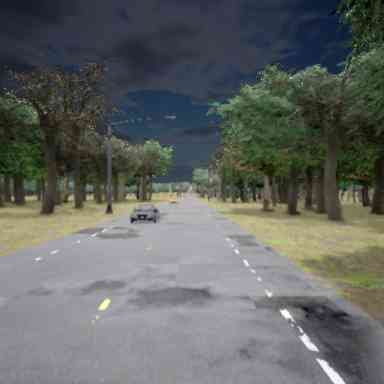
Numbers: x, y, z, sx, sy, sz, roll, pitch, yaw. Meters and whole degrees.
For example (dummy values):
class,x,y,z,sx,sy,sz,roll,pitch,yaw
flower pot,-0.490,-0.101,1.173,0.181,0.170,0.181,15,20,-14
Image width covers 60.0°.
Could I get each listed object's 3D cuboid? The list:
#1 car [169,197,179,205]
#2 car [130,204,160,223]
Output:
class,x,y,z,sx,sy,sz,roll,pitch,yaw
car,-3.554,1.781,66.685,1.882,1.535,5.008,0,0,0
car,-3.616,1.664,26.162,1.994,1.385,4.181,0,0,0
